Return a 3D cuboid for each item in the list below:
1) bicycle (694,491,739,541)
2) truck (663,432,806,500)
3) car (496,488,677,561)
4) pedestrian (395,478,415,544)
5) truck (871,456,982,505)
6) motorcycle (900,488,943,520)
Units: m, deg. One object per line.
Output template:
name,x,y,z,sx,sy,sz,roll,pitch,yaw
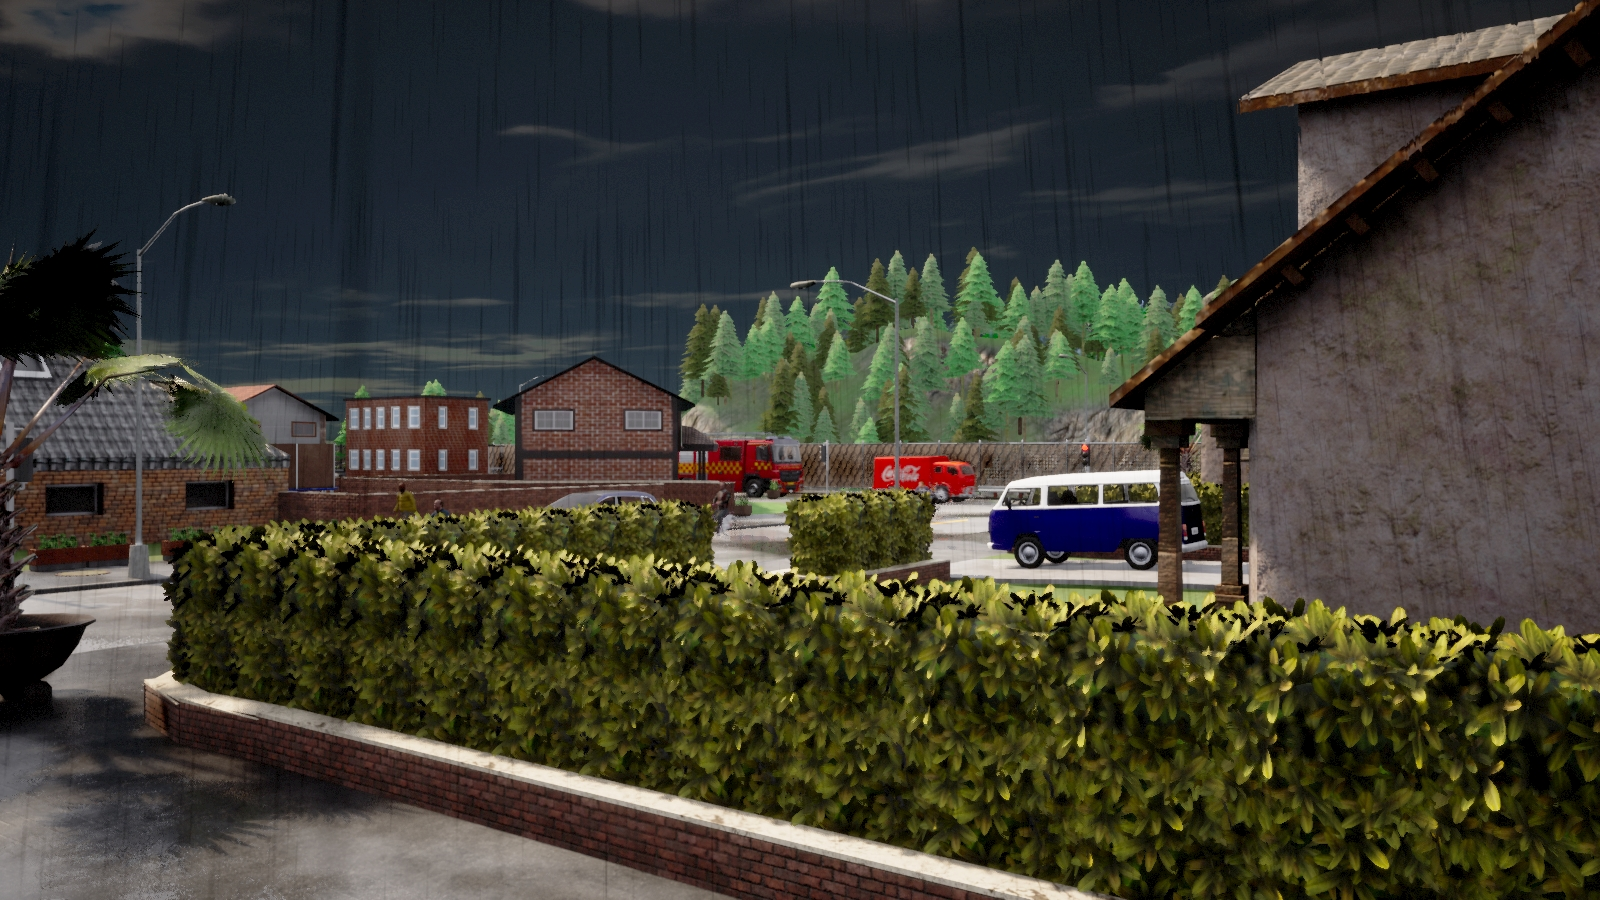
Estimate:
bicycle,-2.603,2.051,35.844,0.329,1.471,1.835,0,0,35
truck,-3.975,0.873,67.647,8.468,3.827,2.891,0,0,35
car,-5.756,1.958,31.296,2.242,1.667,4.611,0,0,35
pedestrian,-11.218,1.732,32.472,0.375,1.860,0.375,0,0,34
truck,6.648,1.560,60.220,5.204,2.467,2.627,0,0,35
motorcycle,4.931,2.177,46.214,0.803,1.199,2.033,0,0,36
